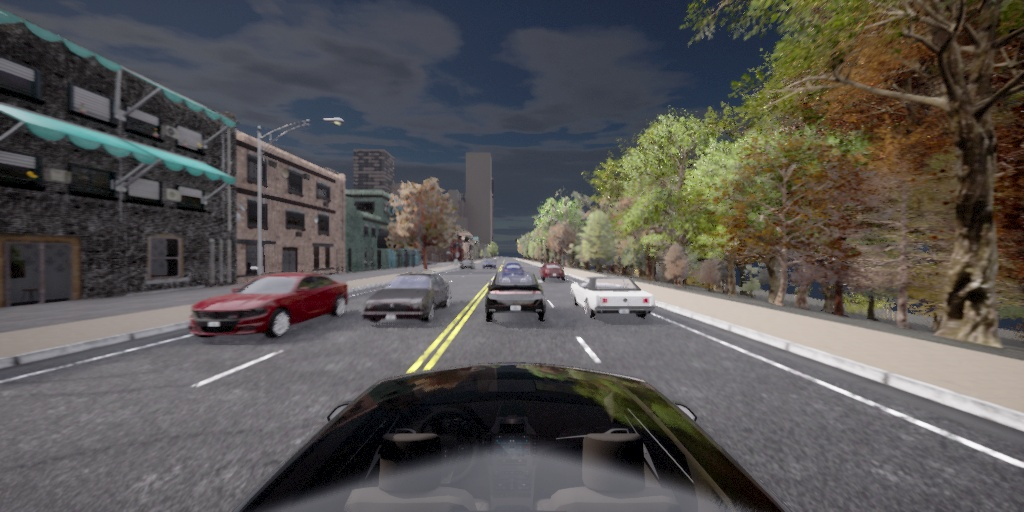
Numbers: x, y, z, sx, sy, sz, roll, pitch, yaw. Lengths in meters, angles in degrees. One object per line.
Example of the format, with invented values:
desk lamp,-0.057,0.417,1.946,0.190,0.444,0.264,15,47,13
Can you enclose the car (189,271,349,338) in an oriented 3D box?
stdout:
car,-6.598,1.237,10.439,1.882,1.535,5.008,0,0,0

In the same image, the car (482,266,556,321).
car,0.103,1.253,12.504,2.128,1.511,4.902,0,0,0

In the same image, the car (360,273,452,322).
car,-3.349,1.309,12.562,2.033,1.411,5.357,0,0,0

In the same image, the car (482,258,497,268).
car,-3.498,1.162,55.734,2.097,1.767,4.553,0,0,0

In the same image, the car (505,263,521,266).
car,0.106,1.307,30.554,1.812,1.442,4.674,0,0,0

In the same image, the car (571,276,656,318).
car,3.353,1.363,12.917,1.895,1.301,4.718,0,0,0

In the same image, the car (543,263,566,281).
car,3.357,1.307,30.543,1.812,1.442,4.674,0,0,0

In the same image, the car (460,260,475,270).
car,-6.726,1.313,54.208,1.837,1.490,4.892,0,0,-1
